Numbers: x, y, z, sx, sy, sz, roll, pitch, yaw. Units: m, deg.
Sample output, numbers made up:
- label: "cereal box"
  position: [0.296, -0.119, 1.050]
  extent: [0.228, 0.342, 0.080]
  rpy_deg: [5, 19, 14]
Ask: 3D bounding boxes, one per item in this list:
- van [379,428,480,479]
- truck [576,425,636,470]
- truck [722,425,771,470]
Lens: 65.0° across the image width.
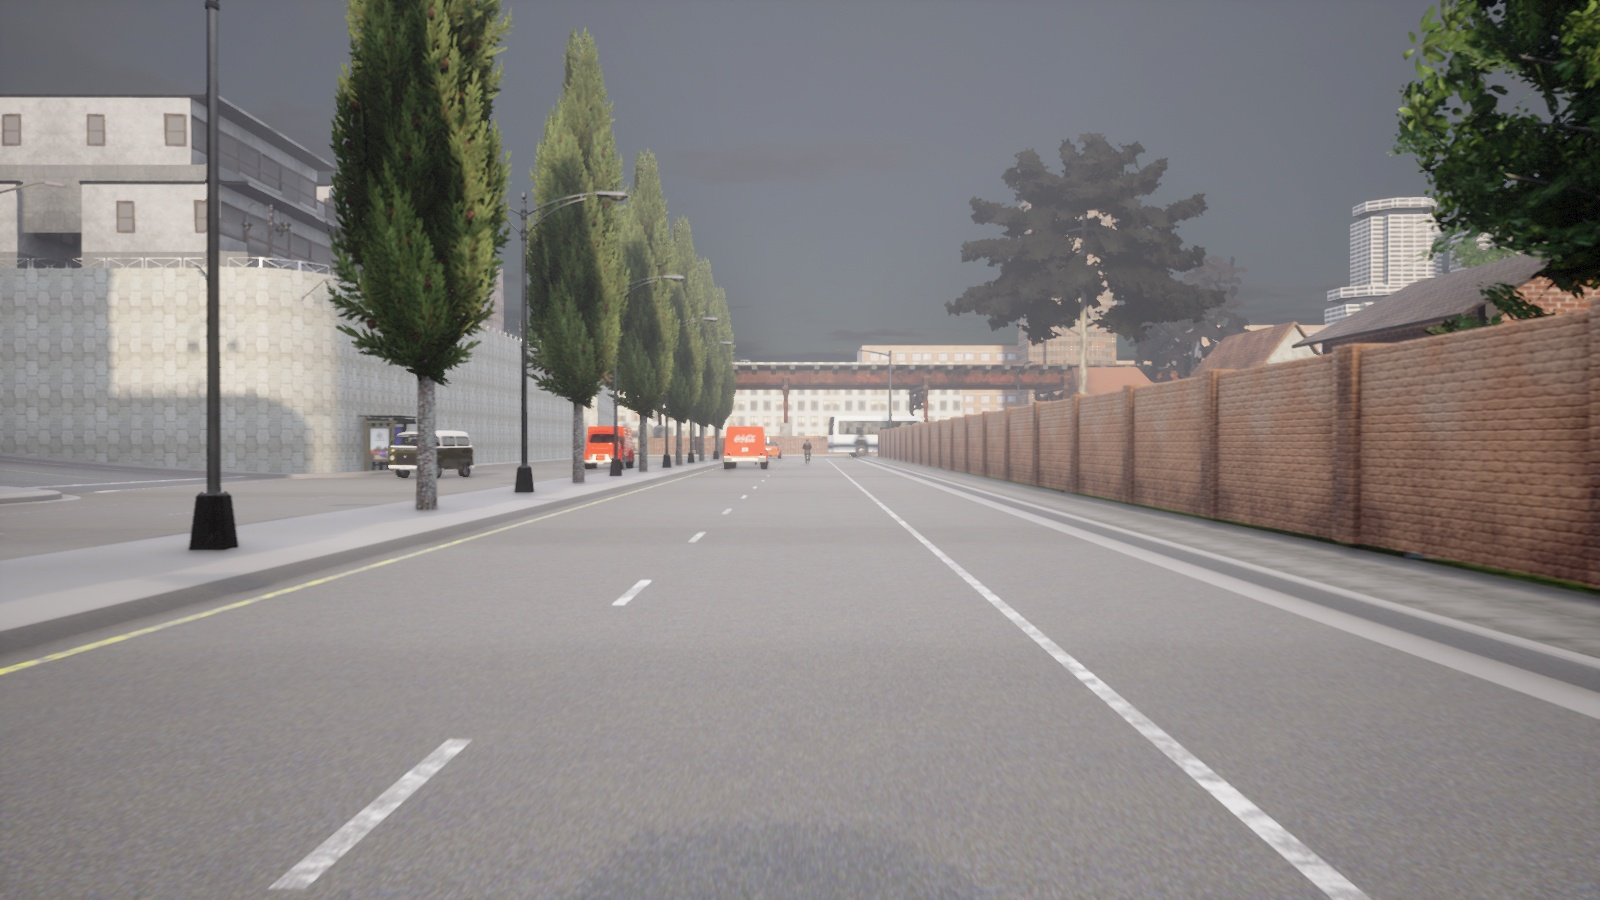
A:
- label: "van"
  position: [-15.634, 0.149, 53.255]
  extent: [2.069, 2.038, 4.480]
  rpy_deg: [1, 0, 14]
- label: "truck"
  position: [-11.074, -0.156, 72.212]
  extent: [2.627, 2.467, 5.204]
  rpy_deg: [0, 0, 0]
- label: "truck"
  position: [-3.069, -0.154, 72.952]
  extent: [2.627, 2.467, 5.204]
  rpy_deg: [0, 0, 0]
